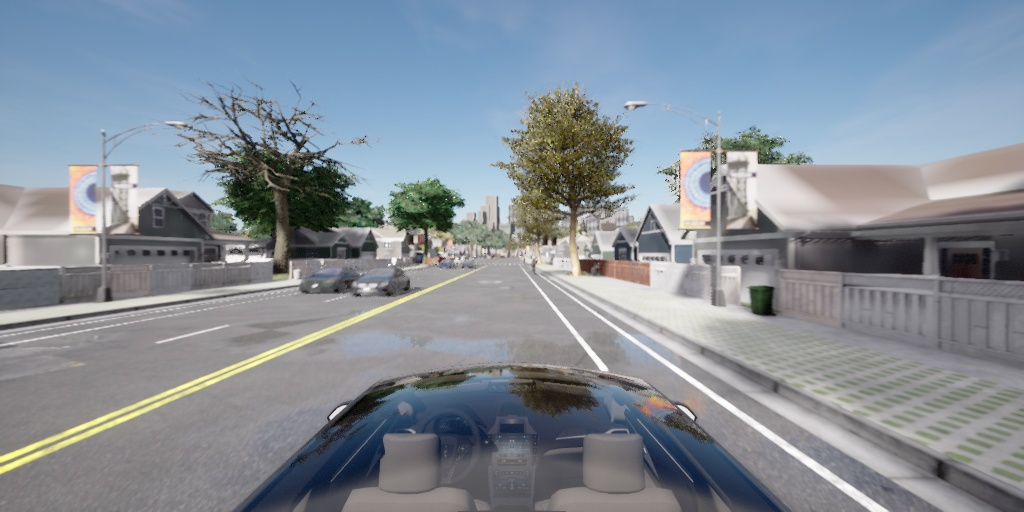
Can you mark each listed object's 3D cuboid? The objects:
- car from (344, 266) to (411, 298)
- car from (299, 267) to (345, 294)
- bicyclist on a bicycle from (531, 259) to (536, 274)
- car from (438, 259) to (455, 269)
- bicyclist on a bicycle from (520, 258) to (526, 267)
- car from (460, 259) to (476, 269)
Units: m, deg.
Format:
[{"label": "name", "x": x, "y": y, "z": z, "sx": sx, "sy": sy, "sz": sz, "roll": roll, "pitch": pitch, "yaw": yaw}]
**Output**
[{"label": "car", "x": -6.599, "y": 1.255, "z": 18.629, "sx": 1.812, "sy": 1.442, "sz": 4.674, "roll": 0, "pitch": 0, "yaw": 0}, {"label": "car", "x": -9.848, "y": 1.292, "z": 19.899, "sx": 1.994, "sy": 1.385, "sz": 4.181, "roll": 0, "pitch": 0, "yaw": 0}, {"label": "bicyclist on a bicycle", "x": 2.251, "y": 1.157, "z": 37.394, "sx": 0.582, "sy": 1.620, "sz": 1.656, "roll": 0, "pitch": 0, "yaw": 0}, {"label": "car", "x": -9.814, "y": 1.229, "z": 54.171, "sx": 2.033, "sy": 1.411, "sz": 5.357, "roll": 0, "pitch": 0, "yaw": 1}, {"label": "bicyclist on a bicycle", "x": 2.251, "y": 1.117, "z": 65.396, "sx": 0.582, "sy": 1.620, "sz": 1.656, "roll": 0, "pitch": 0, "yaw": 0}, {"label": "car", "x": -6.564, "y": 1.228, "z": 54.171, "sx": 2.033, "sy": 1.411, "sz": 5.357, "roll": 0, "pitch": 0, "yaw": 1}]
